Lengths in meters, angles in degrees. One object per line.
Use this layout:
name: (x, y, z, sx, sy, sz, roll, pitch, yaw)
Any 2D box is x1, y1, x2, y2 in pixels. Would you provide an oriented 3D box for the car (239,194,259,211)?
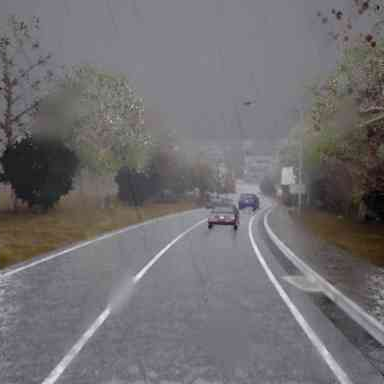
car: (7.250, 1.235, 42.273, 2.150, 2.045, 5.566, 2, 0, 16)

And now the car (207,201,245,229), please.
car: (2.164, 1.533, 21.704, 2.033, 1.411, 5.357, 1, 0, 10)

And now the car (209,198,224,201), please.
car: (3.140, 1.484, 41.135, 1.994, 1.385, 4.181, 2, 0, 16)
